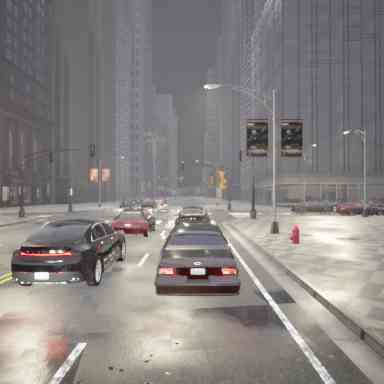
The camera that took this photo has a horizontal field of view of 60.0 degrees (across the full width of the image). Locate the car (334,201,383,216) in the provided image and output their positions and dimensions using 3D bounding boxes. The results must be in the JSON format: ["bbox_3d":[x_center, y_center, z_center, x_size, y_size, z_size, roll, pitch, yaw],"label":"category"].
[{"bbox_3d":[16.529,1.584,32.867,4.181,1.385,1.994,0,-1,-1],"label":"car"}]

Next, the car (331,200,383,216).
[{"bbox_3d":[15.336,1.576,30.266,4.206,1.307,1.802,0,0,-1],"label":"car"}]

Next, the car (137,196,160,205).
[{"bbox_3d":[-6.559,1.775,50.886,2.033,1.411,5.357,0,0,0],"label":"car"}]

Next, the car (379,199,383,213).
[{"bbox_3d":[23.368,1.513,36.156,5.008,1.535,1.882,0,-1,-1],"label":"car"}]

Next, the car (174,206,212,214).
[{"bbox_3d":[0.059,1.542,18.545,1.837,1.490,4.892,0,0,1],"label":"car"}]

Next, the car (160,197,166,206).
[{"bbox_3d":[-6.515,1.660,62.086,2.097,1.767,4.553,0,-1,0],"label":"car"}]

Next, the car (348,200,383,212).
[{"bbox_3d":[20.852,1.641,38.873,4.313,1.339,1.947,0,0,-1],"label":"car"}]

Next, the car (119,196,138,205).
[{"bbox_3d":[-9.840,1.731,50.775,1.837,1.490,4.892,0,0,-2],"label":"car"}]

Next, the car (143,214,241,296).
[{"bbox_3d":[0.112,1.557,8.806,2.033,1.411,5.357,0,0,0],"label":"car"}]

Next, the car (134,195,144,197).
[{"bbox_3d":[-9.775,1.518,60.794,2.150,2.045,5.566,0,0,0],"label":"car"}]

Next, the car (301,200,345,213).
[{"bbox_3d":[15.212,1.660,38.789,4.313,1.339,1.947,0,0,-1],"label":"car"}]

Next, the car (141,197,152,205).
[{"bbox_3d":[-9.701,1.901,71.141,1.812,1.442,4.674,0,0,0],"label":"car"}]

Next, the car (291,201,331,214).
[{"bbox_3d":[12.881,1.634,35.999,4.181,1.385,1.994,0,-1,-2],"label":"car"}]

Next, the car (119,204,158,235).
[{"bbox_3d":[-3.138,1.600,18.293,1.994,1.385,4.181,0,0,0],"label":"car"}]

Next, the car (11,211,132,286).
[{"bbox_3d":[-3.144,1.515,9.392,1.837,1.490,4.892,0,0,0],"label":"car"}]
